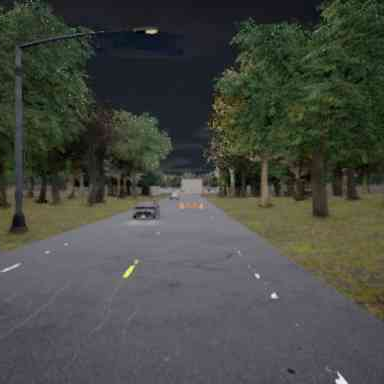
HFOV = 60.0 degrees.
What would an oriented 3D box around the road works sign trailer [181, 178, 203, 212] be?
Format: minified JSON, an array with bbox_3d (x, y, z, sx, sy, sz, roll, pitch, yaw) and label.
[{"bbox_3d":[-0.017,0.283,35.156,2.380,3.560,2.880,0,0,0],"label":"road works sign trailer"}]

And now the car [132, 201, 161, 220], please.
[{"bbox_3d":[-3.611,1.413,27.358,2.033,1.411,5.357,0,0,0],"label":"car"}]

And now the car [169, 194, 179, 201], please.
[{"bbox_3d":[-3.531,1.115,67.752,1.812,1.442,4.674,0,1,0],"label":"car"}]
